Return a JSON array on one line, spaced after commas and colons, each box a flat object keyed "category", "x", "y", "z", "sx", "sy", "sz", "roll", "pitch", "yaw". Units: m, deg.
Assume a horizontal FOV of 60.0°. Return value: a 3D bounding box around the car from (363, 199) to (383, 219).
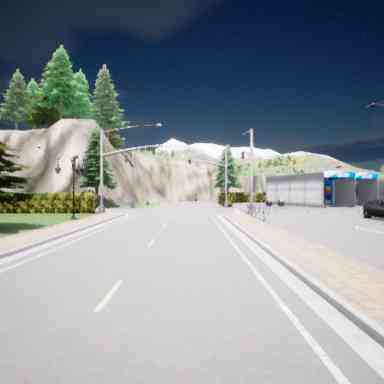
[{"category": "car", "x": 14.203, "y": 1.300, "z": 24.074, "sx": 2.007, "sy": 1.523, "sz": 4.514, "roll": 0, "pitch": 0, "yaw": 0}]
